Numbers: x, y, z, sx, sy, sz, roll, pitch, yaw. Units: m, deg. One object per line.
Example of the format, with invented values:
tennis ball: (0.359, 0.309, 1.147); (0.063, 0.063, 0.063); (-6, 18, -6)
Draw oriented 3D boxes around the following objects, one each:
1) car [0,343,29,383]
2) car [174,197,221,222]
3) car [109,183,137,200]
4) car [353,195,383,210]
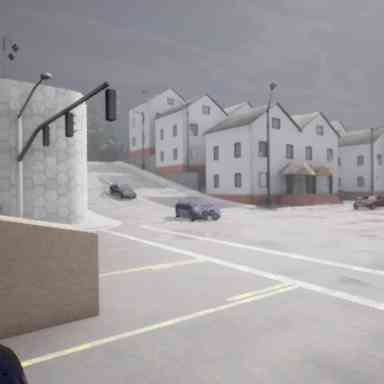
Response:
car: (-2.998, 1.586, 1.637); (4.181, 1.385, 1.994); (-1, 1, -35)
car: (0.339, 1.169, 24.529); (2.097, 1.767, 4.553); (-1, 0, -23)
car: (-7.876, -0.109, 37.637); (1.837, 1.490, 4.892); (-1, 11, -34)
car: (18.526, 1.052, 34.238); (4.674, 1.442, 1.812); (-1, 1, -35)
